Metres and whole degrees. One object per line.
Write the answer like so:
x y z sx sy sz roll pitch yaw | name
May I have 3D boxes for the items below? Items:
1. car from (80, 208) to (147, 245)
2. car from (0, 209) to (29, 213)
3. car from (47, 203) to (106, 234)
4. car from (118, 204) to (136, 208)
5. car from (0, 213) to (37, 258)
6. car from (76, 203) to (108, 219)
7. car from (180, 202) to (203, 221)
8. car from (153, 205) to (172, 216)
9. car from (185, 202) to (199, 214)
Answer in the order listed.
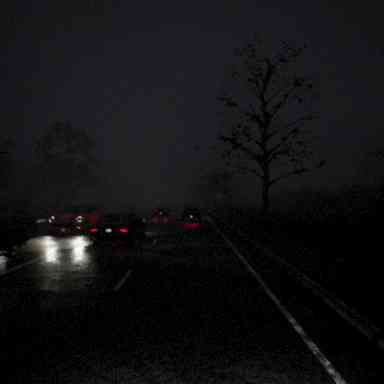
-3.425 1.675 16.144 2.033 1.411 5.357 0 -1 0 | car
-10.612 1.708 19.115 1.812 1.442 4.674 0 -1 0 | car
-7.108 1.560 20.594 2.097 1.767 4.553 0 -1 0 | car
-7.057 2.029 35.823 2.033 1.411 5.357 0 -1 0 | car
-7.099 1.580 10.333 2.033 1.411 5.357 0 -1 0 | car
-10.559 1.957 35.562 1.882 1.535 5.008 0 -1 0 | car
-0.034 1.902 31.150 1.837 1.490 4.892 0 -1 0 | car
-3.484 2.153 39.823 1.895 1.301 4.718 0 -1 0 | car
-0.019 2.138 45.919 1.882 1.535 5.008 0 -1 0 | car
